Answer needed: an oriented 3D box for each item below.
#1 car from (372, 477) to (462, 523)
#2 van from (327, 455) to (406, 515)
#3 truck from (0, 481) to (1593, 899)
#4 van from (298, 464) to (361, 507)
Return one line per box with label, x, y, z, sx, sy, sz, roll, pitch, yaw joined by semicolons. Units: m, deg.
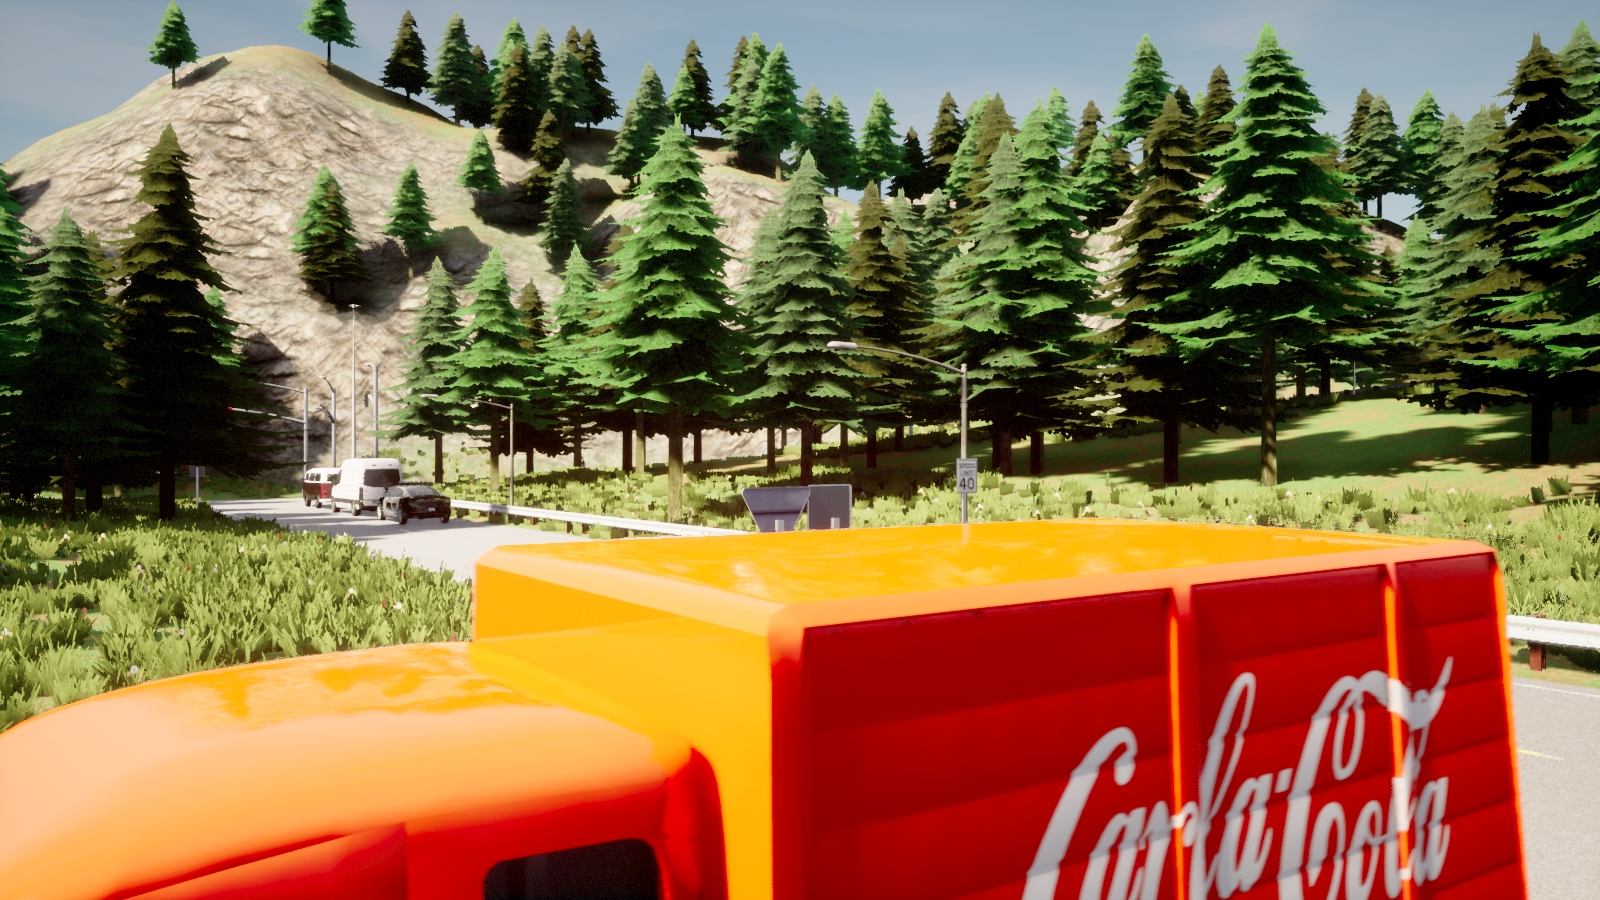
car;-15.723;1.982;46.760;2.097;1.638;5.238;0;0;-35
van;-20.079;1.534;52.765;1.988;2.561;5.915;0;0;-35
truck;0.027;1.422;3.843;5.204;2.467;2.627;0;0;-34
van;-24.143;1.782;58.581;2.069;2.038;4.480;0;0;-35
